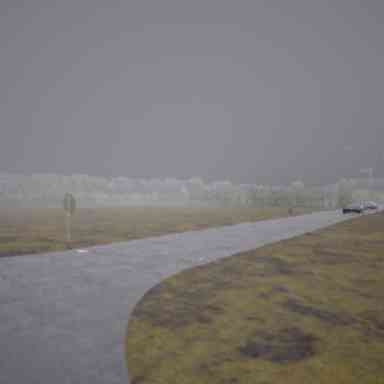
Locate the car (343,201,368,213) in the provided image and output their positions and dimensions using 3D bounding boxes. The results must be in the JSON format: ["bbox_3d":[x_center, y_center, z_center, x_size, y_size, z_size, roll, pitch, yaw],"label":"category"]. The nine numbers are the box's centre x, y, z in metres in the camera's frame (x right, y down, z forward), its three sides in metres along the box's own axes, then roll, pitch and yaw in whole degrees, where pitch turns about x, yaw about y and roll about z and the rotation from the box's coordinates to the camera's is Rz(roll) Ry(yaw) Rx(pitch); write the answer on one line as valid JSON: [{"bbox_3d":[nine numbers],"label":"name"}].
[{"bbox_3d":[20.395,1.963,41.835,1.994,1.385,4.181,-2,-2,36],"label":"car"}]

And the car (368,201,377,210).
[{"bbox_3d":[27.346,2.083,51.577,1.994,1.385,4.181,-2,-2,36],"label":"car"}]
